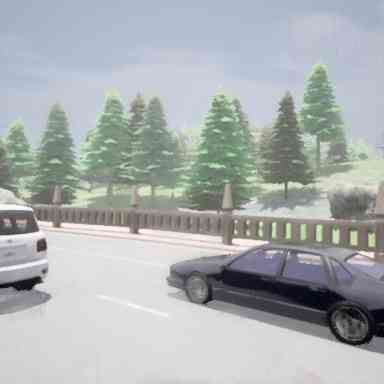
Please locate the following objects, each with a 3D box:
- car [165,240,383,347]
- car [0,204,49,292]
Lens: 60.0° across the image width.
[{"bbox_3d":[1.963,1.716,6.697,5.357,1.411,2.033,0,-1,38],"label":"car"},{"bbox_3d":[-5.763,1.274,7.987,5.566,2.045,2.150,0,-1,34],"label":"car"}]
